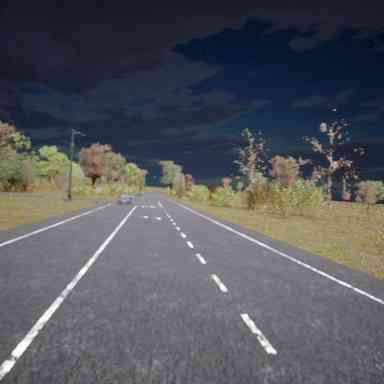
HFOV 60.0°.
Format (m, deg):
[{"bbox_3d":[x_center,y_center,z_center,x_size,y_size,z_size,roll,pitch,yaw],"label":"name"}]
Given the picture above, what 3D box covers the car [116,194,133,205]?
[{"bbox_3d":[-9.713,1.064,48.415,1.812,1.442,4.674,3,0,-7],"label":"car"}]
